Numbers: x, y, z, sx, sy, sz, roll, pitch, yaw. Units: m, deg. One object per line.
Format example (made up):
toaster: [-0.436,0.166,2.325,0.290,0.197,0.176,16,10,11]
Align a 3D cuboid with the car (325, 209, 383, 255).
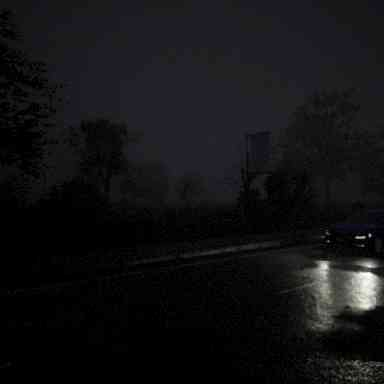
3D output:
car: [7.451,1.485,13.609,5.008,1.535,1.882,0,0,-36]
